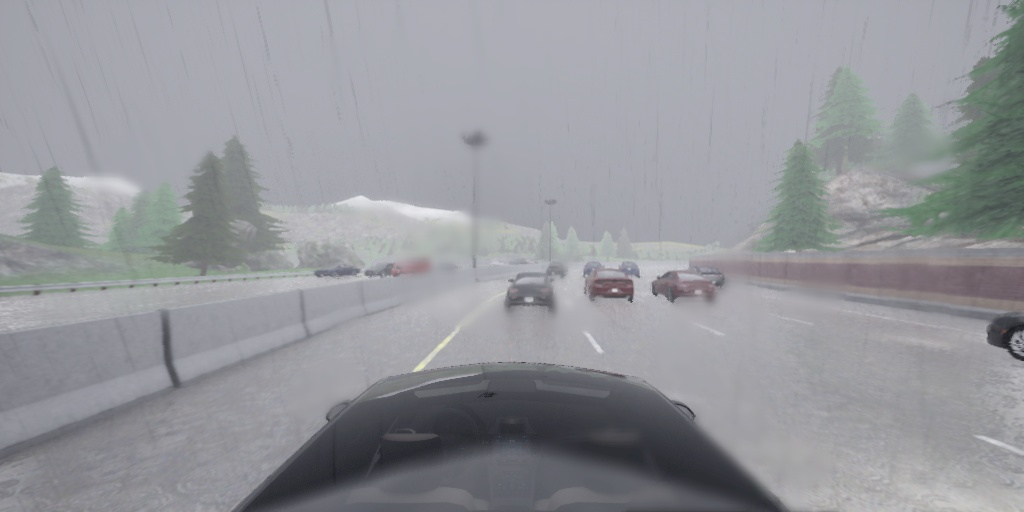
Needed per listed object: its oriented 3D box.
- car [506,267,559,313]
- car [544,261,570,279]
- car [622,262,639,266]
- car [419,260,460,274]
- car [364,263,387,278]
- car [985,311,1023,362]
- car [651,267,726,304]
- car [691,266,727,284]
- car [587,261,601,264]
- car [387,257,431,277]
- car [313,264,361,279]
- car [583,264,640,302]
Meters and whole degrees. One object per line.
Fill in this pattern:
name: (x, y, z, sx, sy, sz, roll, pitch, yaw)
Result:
car: (0.815, 1.358, 14.453, 1.812, 1.442, 4.674, 0, 0, 5)
car: (4.697, 1.488, 36.415, 1.837, 1.490, 4.892, 0, 0, 14)
car: (12.728, 1.381, 39.188, 2.097, 1.767, 4.553, 0, 0, 16)
car: (-6.654, 1.425, 34.951, 2.128, 1.511, 4.902, 0, 0, 13)
car: (-13.292, 1.431, 37.311, 1.837, 1.490, 4.892, 0, 0, 13)
car: (10.743, 1.316, 5.364, 1.837, 1.490, 4.892, 0, 0, 2)
car: (8.158, 1.402, 17.329, 1.812, 1.442, 4.674, 0, 0, 7)
car: (12.770, 1.428, 24.338, 2.128, 1.511, 4.902, 0, 0, 10)
car: (8.660, 1.357, 37.670, 2.097, 1.767, 4.553, 0, 0, 15)
car: (-9.938, 1.155, 36.401, 2.150, 2.045, 5.566, 0, -1, 13)
car: (-17.278, 1.502, 35.629, 1.895, 1.301, 4.718, 0, 0, 12)
car: (4.721, 1.345, 17.891, 1.882, 1.535, 5.008, 0, 0, 7)
